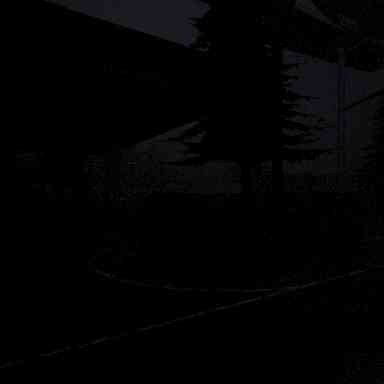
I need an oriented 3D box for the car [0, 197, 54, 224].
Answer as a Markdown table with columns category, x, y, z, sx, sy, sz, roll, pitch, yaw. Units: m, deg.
| category | x | y | z | sx | sy | sz | roll | pitch | yaw |
| --- | --- | --- | --- | --- | --- | --- | --- | --- | --- |
| car | -11.955 | 1.313 | 23.487 | 3.866 | 1.878 | 1.905 | 0 | 0 | -36 |
